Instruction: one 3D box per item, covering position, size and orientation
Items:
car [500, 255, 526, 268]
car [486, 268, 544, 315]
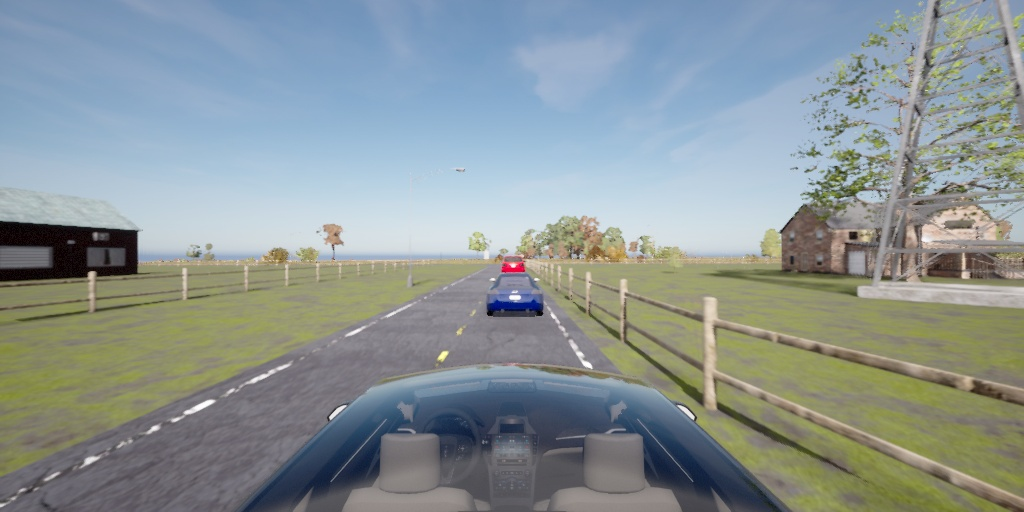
[{"bbox_3d":[0.111,0.964,33.378,2.150,2.045,5.566,0,0,0],"label":"car"},{"bbox_3d":[0.103,1.312,13.611,1.994,1.385,4.181,0,0,0],"label":"car"}]
